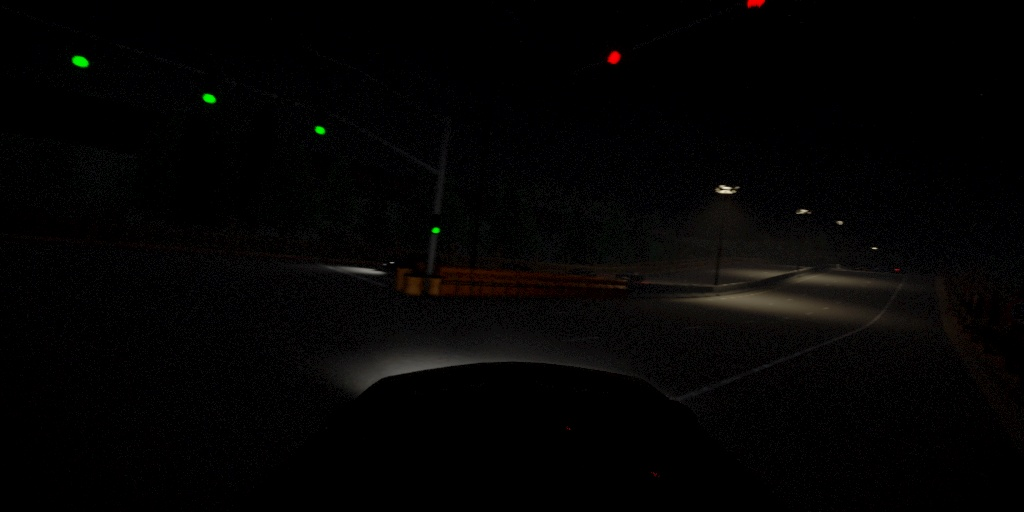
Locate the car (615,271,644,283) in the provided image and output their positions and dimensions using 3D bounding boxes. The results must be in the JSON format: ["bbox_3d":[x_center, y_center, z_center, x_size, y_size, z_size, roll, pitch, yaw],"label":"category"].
[{"bbox_3d":[15.360,2.746,46.818,4.902,1.511,2.128,2,2,-40],"label":"car"}]

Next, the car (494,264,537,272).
[{"bbox_3d":[0.091,1.455,33.611,5.357,1.411,2.033,7,0,-41],"label":"car"}]

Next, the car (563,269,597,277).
[{"bbox_3d":[7.505,2.227,40.044,4.892,1.490,1.837,5,0,-41],"label":"car"}]

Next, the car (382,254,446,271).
[{"bbox_3d":[-7.265,0.569,27.246,4.892,1.490,1.837,7,0,-41],"label":"car"}]
